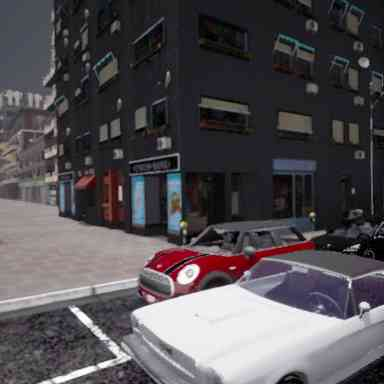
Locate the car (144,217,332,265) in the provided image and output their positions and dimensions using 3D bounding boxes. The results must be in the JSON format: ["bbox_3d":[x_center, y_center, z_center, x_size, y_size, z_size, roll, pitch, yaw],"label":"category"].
[{"bbox_3d":[0.879,1.403,7.200,4.097,1.590,1.967,-1,0,-35],"label":"car"}]

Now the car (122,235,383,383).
[{"bbox_3d":[1.539,1.572,4.475,4.718,1.301,1.895,-1,0,-35],"label":"car"}]

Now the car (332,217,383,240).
[{"bbox_3d":[5.441,1.486,10.452,4.313,1.339,1.947,-1,0,-35],"label":"car"}]
